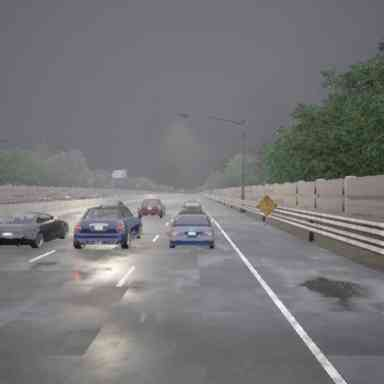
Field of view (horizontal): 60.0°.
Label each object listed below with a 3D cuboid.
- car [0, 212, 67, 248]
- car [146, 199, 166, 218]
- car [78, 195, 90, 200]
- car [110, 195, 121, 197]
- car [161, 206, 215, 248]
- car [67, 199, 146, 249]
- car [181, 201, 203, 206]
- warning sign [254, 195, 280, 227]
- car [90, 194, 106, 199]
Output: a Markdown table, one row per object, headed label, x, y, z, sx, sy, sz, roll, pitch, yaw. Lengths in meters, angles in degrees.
| label | x | y | z | sx | sy | sz | roll | pitch | yaw |
| --- | --- | --- | --- | --- | --- | --- | --- | --- | --- |
| car | -7.000 | 1.572 | 14.650 | 1.994 | 1.385 | 4.181 | 0 | 0 | 0 |
| car | -3.500 | 1.359 | 29.622 | 2.097 | 1.767 | 4.553 | 0 | 0 | 0 |
| car | -24.500 | 1.435 | 75.892 | 1.895 | 1.301 | 4.718 | 0 | 0 | 0 |
| car | -17.500 | 1.318 | 75.921 | 1.882 | 1.535 | 5.008 | 0 | 0 | 0 |
| car | 0.000 | 1.563 | 14.651 | 2.033 | 1.411 | 5.357 | 0 | 0 | 0 |
| car | -3.500 | 1.366 | 14.621 | 2.097 | 1.767 | 4.553 | 0 | 0 | 0 |
| car | 0.000 | 1.526 | 29.651 | 1.812 | 1.442 | 4.674 | 0 | 0 | 0 |
| warning sign | 4.538 | 1.113 | 20.182 | 1.300 | 1.860 | 1.060 | -1 | -1 | 0 |
| car | -21.000 | 1.195 | 75.951 | 2.097 | 1.767 | 4.553 | 0 | 0 | 0 |
